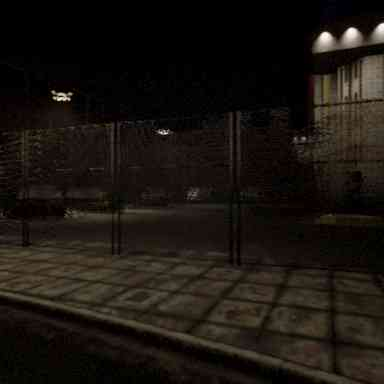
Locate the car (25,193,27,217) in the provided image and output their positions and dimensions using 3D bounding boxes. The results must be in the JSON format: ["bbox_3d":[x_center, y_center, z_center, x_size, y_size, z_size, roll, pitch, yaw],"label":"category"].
[{"bbox_3d":[-12.293,1.167,25.798,4.553,1.767,2.185,0,0,22],"label":"car"}]

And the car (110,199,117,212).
[{"bbox_3d":[-9.474,1.293,32.855,4.193,1.474,1.816,0,0,22],"label":"car"}]
